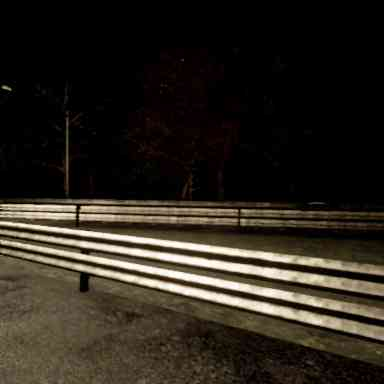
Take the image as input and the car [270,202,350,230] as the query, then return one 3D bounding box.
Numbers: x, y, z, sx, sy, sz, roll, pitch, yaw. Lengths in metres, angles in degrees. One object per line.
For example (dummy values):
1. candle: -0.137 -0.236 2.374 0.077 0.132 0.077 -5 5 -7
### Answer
1. car: 7.510 1.468 21.471 4.856 1.649 2.033 0 0 17
